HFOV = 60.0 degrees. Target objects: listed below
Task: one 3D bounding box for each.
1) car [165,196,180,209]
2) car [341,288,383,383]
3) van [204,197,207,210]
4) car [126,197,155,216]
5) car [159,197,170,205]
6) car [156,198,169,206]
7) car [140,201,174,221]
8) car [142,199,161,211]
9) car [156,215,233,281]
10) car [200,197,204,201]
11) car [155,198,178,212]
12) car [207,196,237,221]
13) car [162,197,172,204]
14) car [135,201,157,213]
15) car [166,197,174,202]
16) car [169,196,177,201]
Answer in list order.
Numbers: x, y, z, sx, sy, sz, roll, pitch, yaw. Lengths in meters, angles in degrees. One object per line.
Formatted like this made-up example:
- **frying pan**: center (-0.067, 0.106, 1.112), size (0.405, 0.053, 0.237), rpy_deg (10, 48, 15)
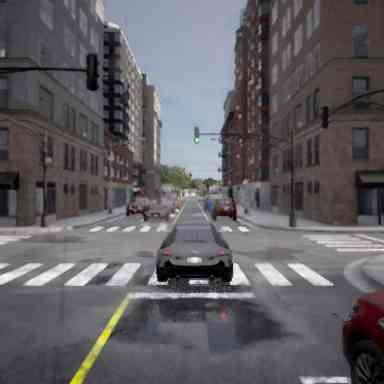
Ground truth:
- **car**: center (-2.860, 1.553, 48.164), size (2.097, 1.767, 4.553), rpy_deg (0, 0, 0)
- **car**: center (2.637, 1.322, 1.577), size (2.192, 1.841, 5.009), rpy_deg (0, 0, 0)
- **van**: center (2.676, 1.506, 39.640), size (1.690, 1.788, 3.998), rpy_deg (0, 0, 0)
- **car**: center (-5.432, 1.458, 34.132), size (2.192, 1.841, 5.009), rpy_deg (0, 0, 0)
- **car**: center (-5.432, 1.824, 67.153), size (1.887, 1.381, 4.507), rpy_deg (0, 0, 0)
- **car**: center (-5.432, 1.801, 61.650), size (1.887, 1.381, 4.507), rpy_deg (0, 0, 0)
- **car**: center (-2.858, 1.682, 28.026), size (1.994, 1.385, 4.181), rpy_deg (0, 0, 0)
- **car**: center (-5.432, 1.739, 45.139), size (2.008, 1.369, 4.403), rpy_deg (0, 0, 0)
- **car**: center (0.071, 1.605, 9.989), size (1.994, 1.385, 4.181), rpy_deg (0, 0, 0)
- **car**: center (2.669, 1.503, 45.144), size (2.192, 1.841, 5.009), rpy_deg (0, 0, 0)
- **car**: center (-2.858, 1.685, 38.019), size (1.812, 1.442, 4.674), rpy_deg (0, 0, 0)
- **car**: center (2.689, 1.435, 28.633), size (2.192, 1.841, 5.009), rpy_deg (0, 0, 0)
- **car**: center (-5.432, 1.852, 72.657), size (2.008, 1.369, 4.403), rpy_deg (0, 0, 0)
- **car**: center (-5.432, 1.731, 39.635), size (1.947, 1.339, 4.313), rpy_deg (0, 0, 0)
- **car**: center (-5.432, 1.929, 83.665), size (1.802, 1.307, 4.206), rpy_deg (0, 0, 0)
- **car**: center (-5.432, 1.833, 94.673), size (1.967, 1.590, 4.097), rpy_deg (0, 0, 0)
